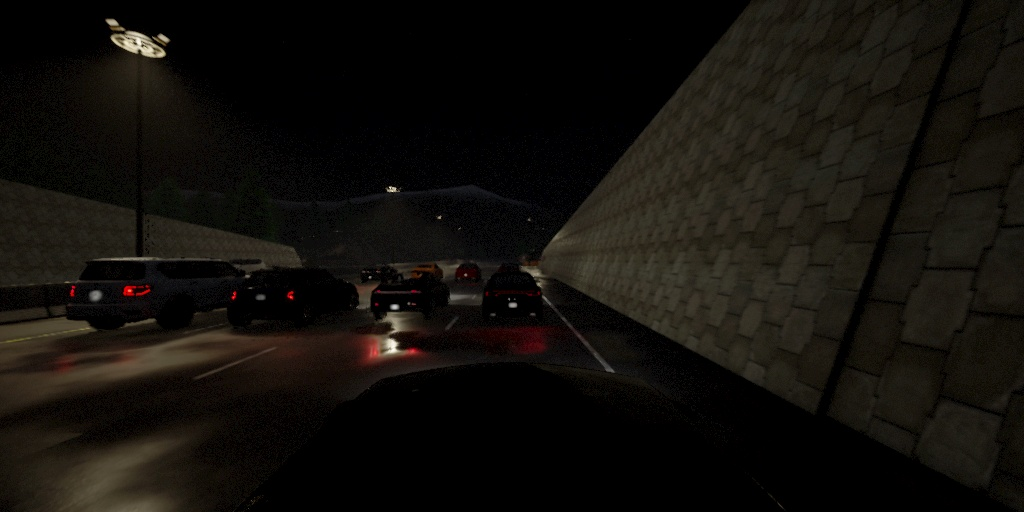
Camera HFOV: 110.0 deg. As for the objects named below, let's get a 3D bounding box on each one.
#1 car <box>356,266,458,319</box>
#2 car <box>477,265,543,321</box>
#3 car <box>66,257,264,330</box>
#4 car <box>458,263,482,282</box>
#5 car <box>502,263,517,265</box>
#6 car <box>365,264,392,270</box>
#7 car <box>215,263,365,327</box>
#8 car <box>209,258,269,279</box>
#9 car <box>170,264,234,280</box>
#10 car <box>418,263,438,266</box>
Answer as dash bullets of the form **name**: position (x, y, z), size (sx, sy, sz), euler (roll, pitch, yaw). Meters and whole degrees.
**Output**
- **car**: position (-3.504, 1.304, 13.041), size (2.128, 1.511, 4.902), euler (0, 0, -1)
- **car**: position (-0.002, 1.270, 12.802), size (1.882, 1.535, 5.008), euler (0, 0, -1)
- **car**: position (-10.490, 1.068, 11.693), size (2.150, 2.045, 5.566), euler (0, 0, -1)
- **car**: position (-3.708, 1.359, 31.053), size (1.882, 1.535, 5.008), euler (0, 0, -1)
- **car**: position (-0.210, 1.340, 31.106), size (1.882, 1.535, 5.008), euler (0, 0, -1)
- **car**: position (-10.690, 1.406, 29.348), size (2.128, 1.511, 4.902), euler (0, 0, -1)
- **car**: position (-6.995, 1.180, 12.066), size (2.097, 1.767, 4.553), euler (0, 0, -1)
- **car**: position (-28.385, 1.262, 37.561), size (2.150, 2.045, 5.566), euler (0, 0, -1)
- **car**: position (-31.881, 1.610, 37.101), size (2.033, 1.411, 5.357), euler (0, 0, 0)
- **car**: position (-7.209, 1.379, 31.008), size (1.882, 1.535, 5.008), euler (0, 0, -1)
